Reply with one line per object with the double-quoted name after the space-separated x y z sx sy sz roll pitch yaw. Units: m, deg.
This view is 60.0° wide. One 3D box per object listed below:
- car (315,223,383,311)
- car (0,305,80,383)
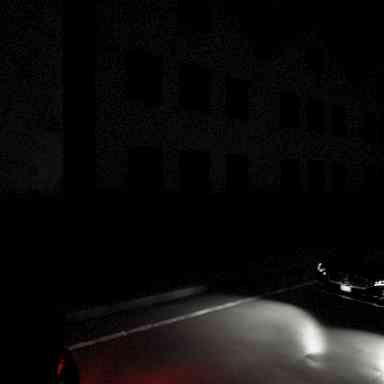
4.727 1.456 7.351 4.892 1.490 1.837 0 0 -35 "car"
-3.151 1.516 1.736 4.892 1.490 1.837 0 0 -35 "car"
